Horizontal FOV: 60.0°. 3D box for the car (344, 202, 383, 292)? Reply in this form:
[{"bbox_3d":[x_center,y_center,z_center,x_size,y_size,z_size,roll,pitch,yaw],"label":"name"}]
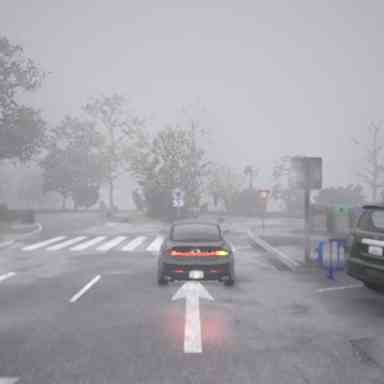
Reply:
[{"bbox_3d":[6.027,1.254,7.276,5.566,2.045,2.435,1,0,-20],"label":"car"}]

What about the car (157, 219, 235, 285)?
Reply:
[{"bbox_3d":[0.098,1.529,9.545,1.837,1.490,4.892,0,0,0],"label":"car"}]
